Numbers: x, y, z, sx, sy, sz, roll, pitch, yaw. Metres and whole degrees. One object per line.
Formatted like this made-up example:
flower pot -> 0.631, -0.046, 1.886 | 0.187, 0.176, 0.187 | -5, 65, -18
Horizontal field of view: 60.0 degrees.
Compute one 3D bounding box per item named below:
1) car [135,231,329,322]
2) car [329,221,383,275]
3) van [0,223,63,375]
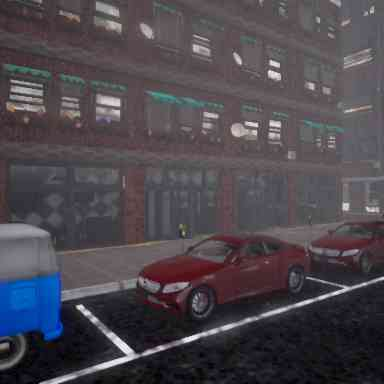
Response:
car -> 0.847, 1.579, 7.172 | 4.206, 1.307, 1.802 | 0, 0, -35
car -> 5.346, 1.579, 10.381 | 4.206, 1.307, 1.802 | 0, 0, -35
van -> -3.653, 1.339, 3.964 | 3.998, 1.788, 1.690 | 0, 0, -35
